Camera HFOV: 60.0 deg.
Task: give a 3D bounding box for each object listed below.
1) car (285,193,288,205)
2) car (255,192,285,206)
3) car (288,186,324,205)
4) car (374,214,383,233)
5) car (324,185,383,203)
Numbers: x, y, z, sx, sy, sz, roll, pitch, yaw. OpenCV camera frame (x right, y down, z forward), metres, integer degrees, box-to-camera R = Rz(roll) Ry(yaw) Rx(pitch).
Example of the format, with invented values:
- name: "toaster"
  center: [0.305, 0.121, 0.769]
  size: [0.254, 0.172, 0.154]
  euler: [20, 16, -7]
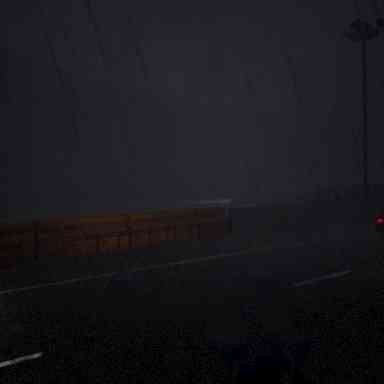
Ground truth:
- name: "car"
  center: [12.536, 0.676, 34.592]
  size: [4.892, 1.490, 1.837]
  euler: [-2, 1, -24]
- name: "car"
  center: [9.203, 0.728, 36.926]
  size: [4.674, 1.442, 1.812]
  euler: [-2, 1, -24]
- name: "car"
  center: [12.021, 0.470, 30.556]
  size: [5.566, 2.045, 2.150]
  euler: [-2, 1, -24]
- name: "car"
  center: [9.815, 1.120, 13.645]
  size: [5.357, 1.411, 2.033]
  euler: [-2, 1, -28]
- name: "car"
  center: [14.093, 0.474, 27.657]
  size: [5.566, 2.045, 2.150]
  euler: [-2, 1, -24]
